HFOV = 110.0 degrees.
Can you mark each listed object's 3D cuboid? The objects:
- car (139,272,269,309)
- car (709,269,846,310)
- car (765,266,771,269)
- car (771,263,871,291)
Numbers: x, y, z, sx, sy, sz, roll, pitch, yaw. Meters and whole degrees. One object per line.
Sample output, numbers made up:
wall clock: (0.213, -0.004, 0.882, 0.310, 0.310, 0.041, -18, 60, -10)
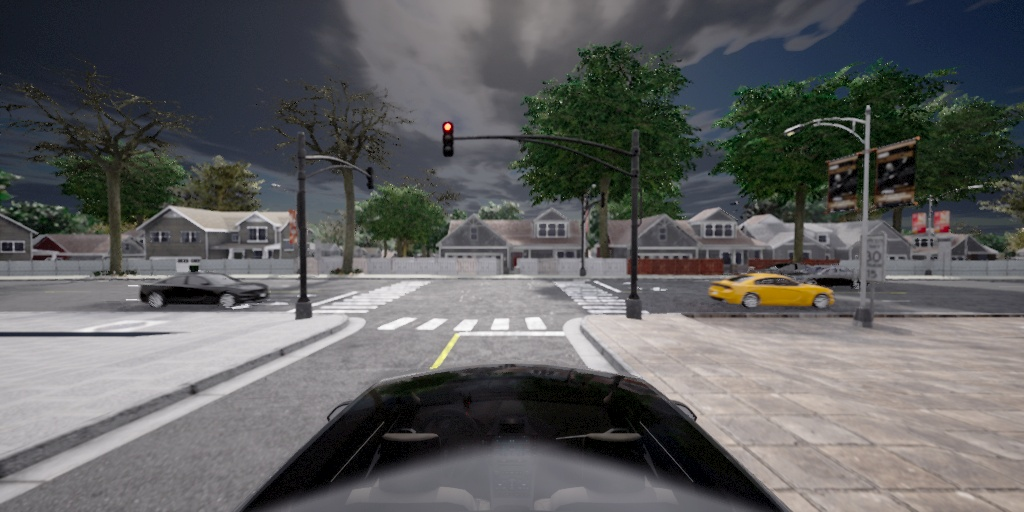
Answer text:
car: (-13.827, 1.495, 16.284, 5.008, 1.535, 1.882, 0, 2, 0)
car: (11.732, 1.550, 16.352, 5.008, 1.535, 1.882, 0, 2, 0)
car: (19.986, 1.285, 26.216, 4.892, 1.490, 1.837, 0, 2, 0)
car: (19.963, 1.365, 22.967, 4.902, 1.511, 2.128, 0, 2, 0)
